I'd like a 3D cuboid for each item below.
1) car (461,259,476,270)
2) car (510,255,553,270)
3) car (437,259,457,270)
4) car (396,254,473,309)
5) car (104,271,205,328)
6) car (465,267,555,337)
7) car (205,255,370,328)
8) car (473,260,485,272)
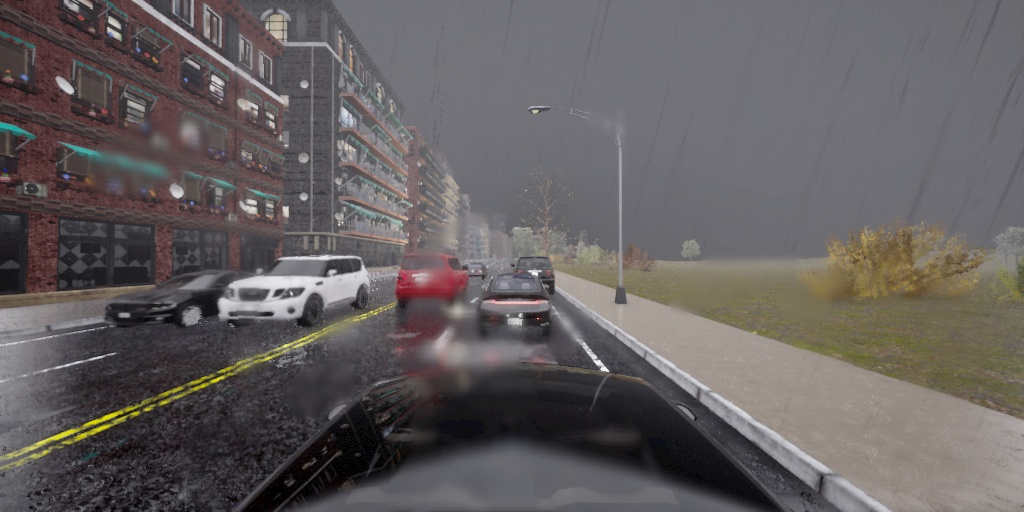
[{"bbox_3d":[-6.658,1.287,55.355,1.837,1.490,4.892,0,0,0],"label":"car"},{"bbox_3d":[1.114,0.988,20.190,2.150,2.045,5.566,0,0,0],"label":"car"},{"bbox_3d":[-9.908,1.274,55.213,2.128,1.511,4.902,0,0,0],"label":"car"},{"bbox_3d":[-3.167,0.976,15.204,2.150,2.045,5.566,0,-1,0],"label":"car"},{"bbox_3d":[-9.861,1.235,11.620,1.882,1.535,5.008,0,0,0],"label":"car"},{"bbox_3d":[0.089,1.248,10.319,2.128,1.511,4.902,0,0,0],"label":"car"},{"bbox_3d":[-6.614,0.979,11.823,2.150,2.045,5.566,0,0,0],"label":"car"},{"bbox_3d":[-3.189,1.318,31.879,2.033,1.411,5.357,0,0,0],"label":"car"}]
